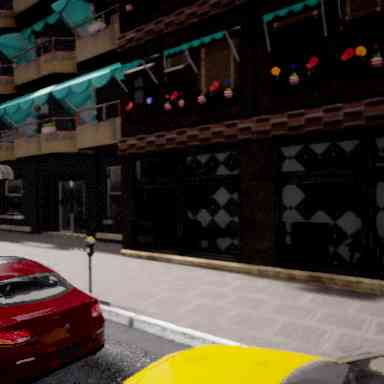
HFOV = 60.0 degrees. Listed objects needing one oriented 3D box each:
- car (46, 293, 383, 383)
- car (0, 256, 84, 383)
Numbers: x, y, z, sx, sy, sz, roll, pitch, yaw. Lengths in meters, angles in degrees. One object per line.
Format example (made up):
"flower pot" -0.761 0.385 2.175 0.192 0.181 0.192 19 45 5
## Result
"car" 1.441 1.523 1.702 4.829 1.417 1.752 -1 -1 35
"car" -3.054 1.626 4.904 4.206 1.307 1.802 -1 -1 35
